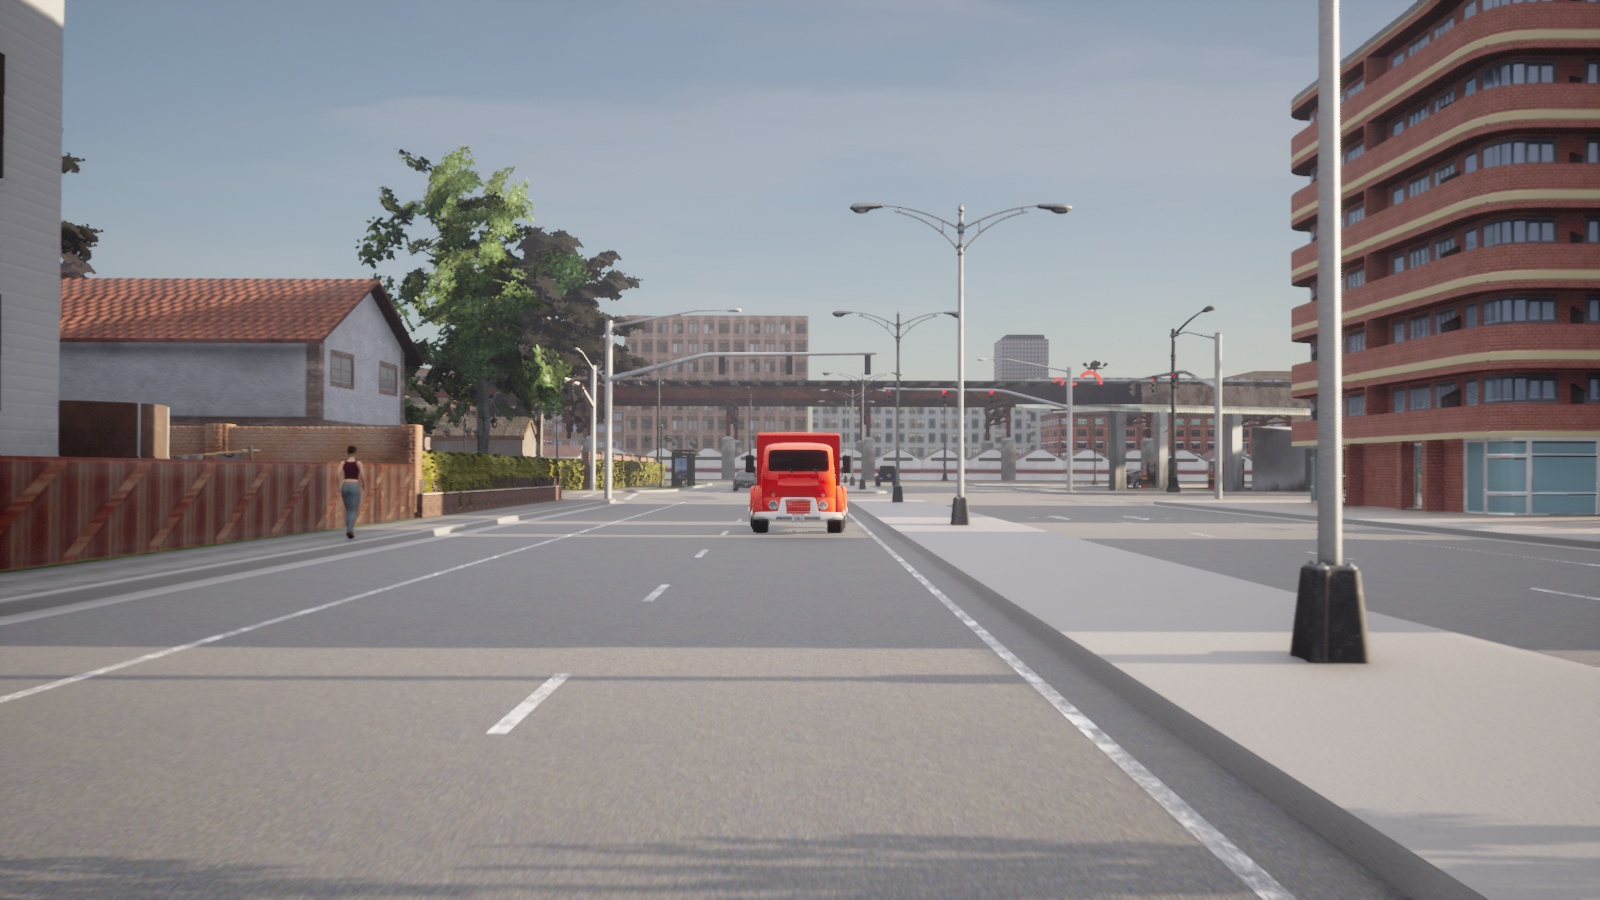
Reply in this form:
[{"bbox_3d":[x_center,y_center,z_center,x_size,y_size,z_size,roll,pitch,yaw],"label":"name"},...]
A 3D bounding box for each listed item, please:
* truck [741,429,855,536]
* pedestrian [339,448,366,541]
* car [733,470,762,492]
[{"bbox_3d":[-0.046,0.802,31.756,2.627,2.467,5.204,0,-1,0],"label":"truck"},{"bbox_3d":[-8.869,0.876,24.902,0.345,1.836,0.594,0,-1,-1],"label":"pedestrian"},{"bbox_3d":[-3.641,2.137,87.036,1.837,1.490,4.892,0,-1,0],"label":"car"}]
